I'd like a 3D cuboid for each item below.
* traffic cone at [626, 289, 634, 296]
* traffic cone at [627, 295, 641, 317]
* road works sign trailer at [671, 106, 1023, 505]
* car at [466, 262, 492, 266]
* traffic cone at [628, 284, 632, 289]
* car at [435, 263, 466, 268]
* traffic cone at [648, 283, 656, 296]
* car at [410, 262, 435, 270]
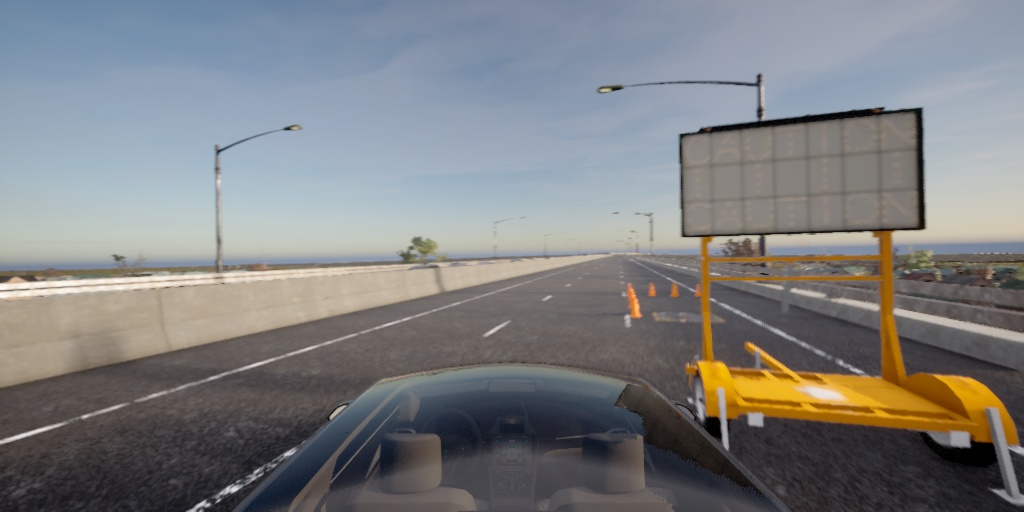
[{"bbox_3d":[4.531,1.626,13.459,0.340,0.580,0.340,0,0,17],"label":"traffic cone"},{"bbox_3d":[3.959,1.636,11.541,0.340,0.580,0.340,0,0,17],"label":"traffic cone"},{"bbox_3d":[3.383,0.145,4.408,2.380,3.560,2.880,0,0,17],"label":"road works sign trailer"},{"bbox_3d":[-3.390,1.413,43.149,1.812,1.442,4.674,-1,0,17],"label":"car"},{"bbox_3d":[5.103,1.617,15.375,0.340,0.580,0.340,0,0,17],"label":"traffic cone"},{"bbox_3d":[-6.845,1.510,43.811,2.033,1.411,5.357,-1,0,17],"label":"car"},{"bbox_3d":[6.632,1.586,17.006,0.340,0.580,0.340,0,0,17],"label":"traffic cone"},{"bbox_3d":[-10.596,1.536,43.531,2.128,1.511,4.902,-1,0,17],"label":"car"}]
